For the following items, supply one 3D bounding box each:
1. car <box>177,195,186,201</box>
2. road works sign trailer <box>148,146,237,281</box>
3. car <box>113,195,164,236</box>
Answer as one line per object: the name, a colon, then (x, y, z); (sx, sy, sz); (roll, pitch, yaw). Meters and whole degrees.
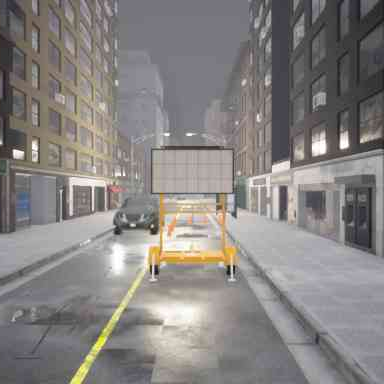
car: (-2.637, 1.466, 78.658); (1.812, 1.442, 4.674); (0, 0, 0)
road works sign trailer: (0.015, 0.463, 9.795); (2.380, 3.560, 2.880); (0, 0, 0)
car: (-2.823, 1.217, 18.645); (2.150, 2.045, 5.566); (0, 0, 0)
